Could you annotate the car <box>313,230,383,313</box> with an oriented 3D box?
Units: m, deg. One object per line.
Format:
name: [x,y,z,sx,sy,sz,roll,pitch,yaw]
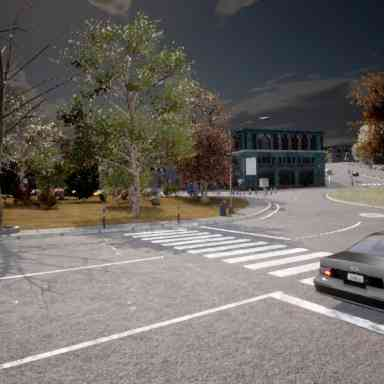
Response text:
car: [4.895,1.521,7.194,5.357,1.411,2.033,0,0,-35]

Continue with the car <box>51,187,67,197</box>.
car: [-26.155,0.062,69.107,2.435,2.045,5.566,0,2,18]

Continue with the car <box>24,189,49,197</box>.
car: [-35.534,0.195,76.337,1.946,1.575,5.366,0,3,19]

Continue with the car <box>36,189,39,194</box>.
car: [-30.823,0.263,72.817,2.097,1.535,5.008,0,2,18]

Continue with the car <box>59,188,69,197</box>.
car: [-23.796,0.352,67.297,2.163,1.488,4.792,-1,2,17]

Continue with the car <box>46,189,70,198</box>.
car: [-28.497,0.294,70.970,2.231,1.521,4.892,-1,2,18]

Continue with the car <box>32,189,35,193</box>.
car: [-33.171,0.103,74.628,2.185,1.767,4.553,0,2,18]

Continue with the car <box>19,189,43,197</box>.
car: [-37.783,0.151,78.382,2.097,1.535,5.008,0,3,19]

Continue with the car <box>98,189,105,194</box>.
car: [-14.324,0.125,60.106,2.185,1.767,4.553,-2,1,17]

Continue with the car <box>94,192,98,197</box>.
car: [-16.734,0.287,61.737,1.946,1.575,5.366,-1,2,17]

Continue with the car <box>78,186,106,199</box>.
car: [-19.069,0.054,63.734,2.435,2.045,5.566,-2,2,17]
